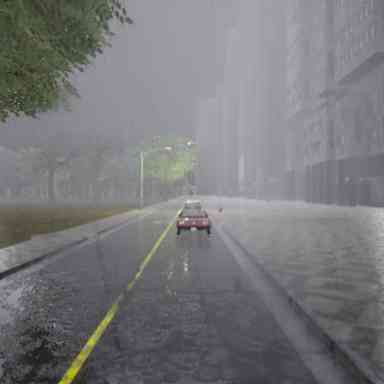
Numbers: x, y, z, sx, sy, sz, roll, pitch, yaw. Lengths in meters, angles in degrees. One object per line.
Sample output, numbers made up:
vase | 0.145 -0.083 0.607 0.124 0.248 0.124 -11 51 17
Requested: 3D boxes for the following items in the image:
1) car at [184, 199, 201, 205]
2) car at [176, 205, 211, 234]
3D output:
car | 0.083 1.619 39.279 2.128 1.511 4.902 0 0 0
car | 0.092 1.652 19.602 1.895 1.301 4.718 0 0 0
